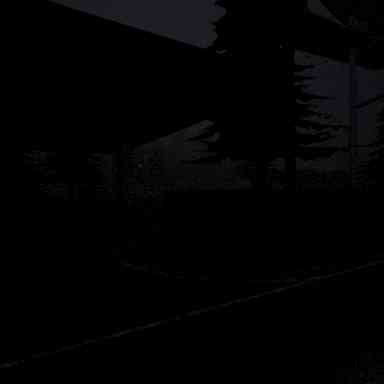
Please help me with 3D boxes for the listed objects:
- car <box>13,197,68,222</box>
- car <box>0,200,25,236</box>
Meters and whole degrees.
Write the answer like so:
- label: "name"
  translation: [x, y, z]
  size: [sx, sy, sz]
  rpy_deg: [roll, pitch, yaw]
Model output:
- label: "car"
  translation: [-11.169, 1.250, 24.038]
  size: [3.866, 1.878, 1.905]
  rpy_deg: [-1, 1, -36]
- label: "car"
  translation: [-11.382, 1.473, 16.911]
  size: [4.611, 1.667, 2.242]
  rpy_deg: [-1, 1, -36]
